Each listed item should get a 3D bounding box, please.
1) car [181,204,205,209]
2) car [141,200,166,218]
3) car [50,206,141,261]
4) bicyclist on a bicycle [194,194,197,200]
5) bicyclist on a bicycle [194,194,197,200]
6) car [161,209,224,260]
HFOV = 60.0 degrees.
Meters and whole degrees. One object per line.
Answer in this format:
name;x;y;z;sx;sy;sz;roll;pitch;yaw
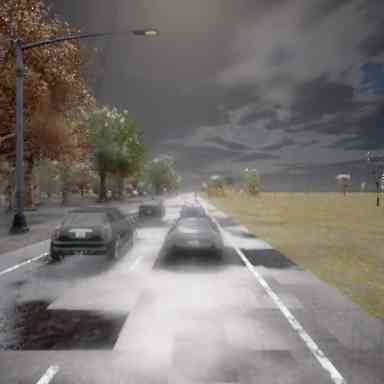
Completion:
car;0.066;1.564;26.235;1.895;1.301;4.718;0;0;0
car;-3.418;1.437;29.206;1.882;1.535;5.008;0;0;0
car;-3.429;1.334;12.389;2.097;1.767;4.553;0;0;0
bicyclist on a bicycle;0.976;1.254;85.269;0.659;1.776;1.843;0;0;0
bicyclist on a bicycle;0.979;1.326;94.274;0.582;1.620;1.656;0;0;0
car;0.071;1.546;12.375;1.994;1.385;4.181;0;0;0
